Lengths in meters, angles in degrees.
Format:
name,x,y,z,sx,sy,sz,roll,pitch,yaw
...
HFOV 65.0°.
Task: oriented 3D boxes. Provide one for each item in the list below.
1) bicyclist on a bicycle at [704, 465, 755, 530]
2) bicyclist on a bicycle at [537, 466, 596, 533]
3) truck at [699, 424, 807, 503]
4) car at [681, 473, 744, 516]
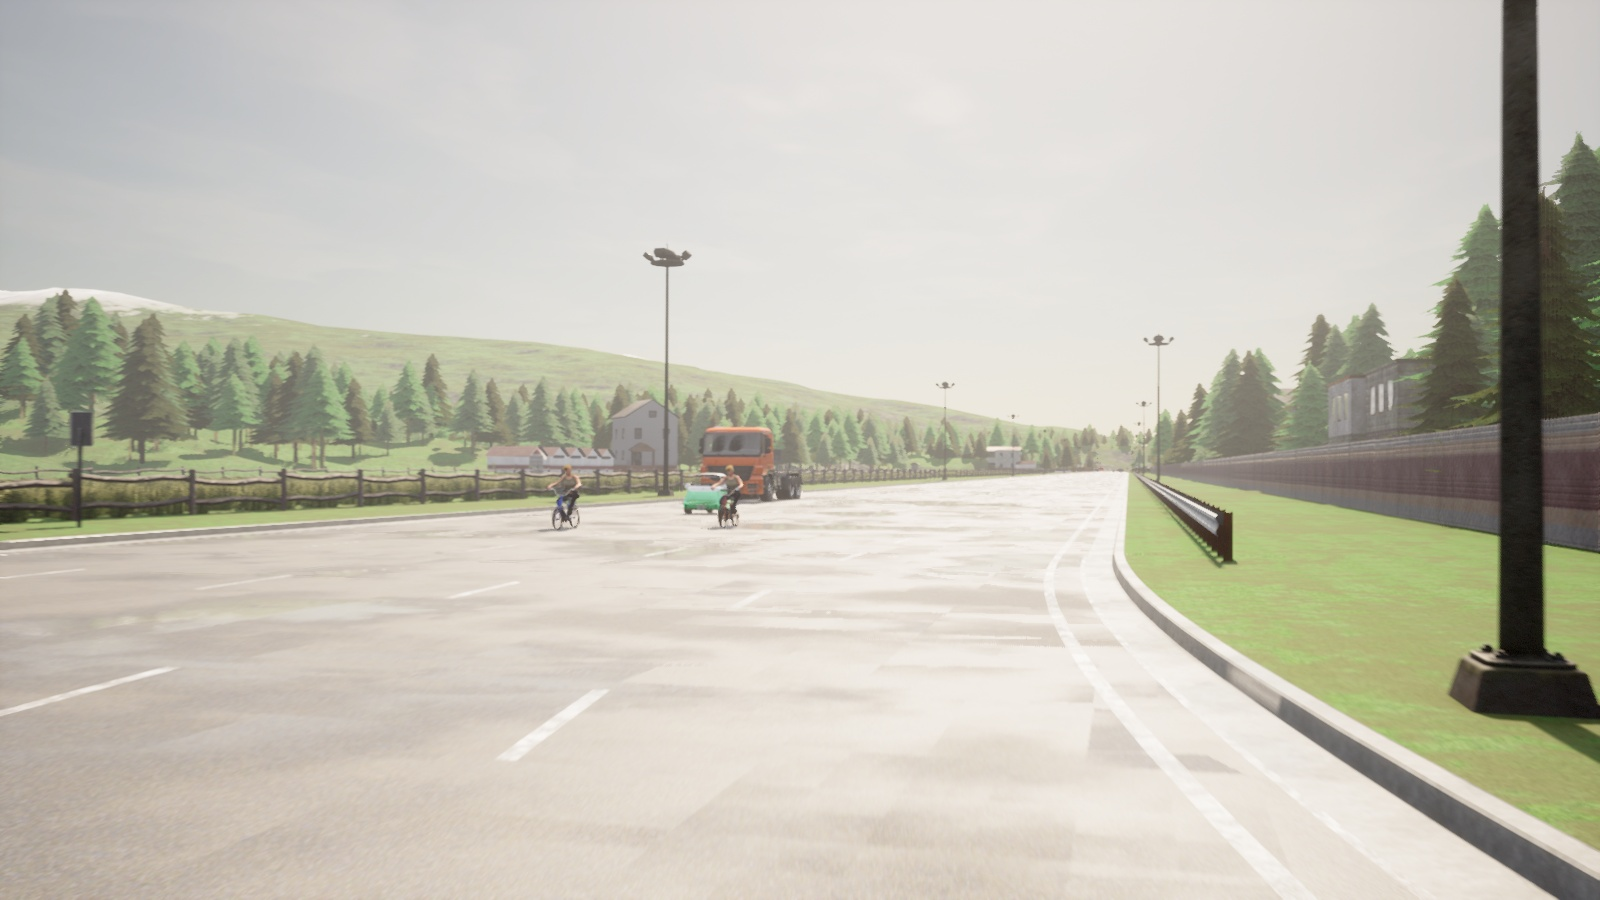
name,x,y,z,sx,sy,sz,roll,pitch,yaw
bicyclist on a bicycle,-1.804,1.201,32.337,0.866,1.612,1.509,0,-1,15
bicyclist on a bicycle,-5.758,1.196,31.061,0.866,1.612,1.509,0,-1,15
truck,-2.041,0.654,59.032,2.891,3.462,7.936,0,-1,15
car,-2.904,1.458,41.941,1.481,1.376,2.207,0,-1,15
